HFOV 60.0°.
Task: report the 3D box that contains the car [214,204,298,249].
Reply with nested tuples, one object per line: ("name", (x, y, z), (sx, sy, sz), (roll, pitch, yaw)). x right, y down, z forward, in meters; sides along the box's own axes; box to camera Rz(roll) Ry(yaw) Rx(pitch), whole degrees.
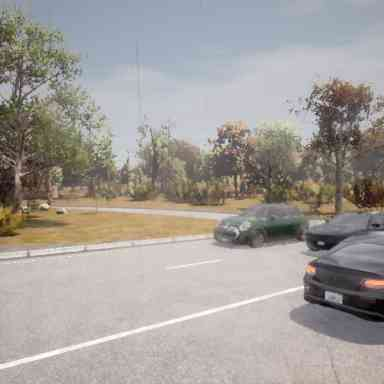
("car", (3.156, 1.352, 14.763), (4.553, 1.767, 2.097), (0, 0, -35))

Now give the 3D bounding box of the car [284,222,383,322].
("car", (4.137, 1.526, 6.697), (4.674, 1.442, 1.812), (0, 0, -36))

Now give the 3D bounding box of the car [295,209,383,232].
("car", (6.450, 1.477, 12.800), (5.008, 1.535, 1.882), (0, 0, -35))
